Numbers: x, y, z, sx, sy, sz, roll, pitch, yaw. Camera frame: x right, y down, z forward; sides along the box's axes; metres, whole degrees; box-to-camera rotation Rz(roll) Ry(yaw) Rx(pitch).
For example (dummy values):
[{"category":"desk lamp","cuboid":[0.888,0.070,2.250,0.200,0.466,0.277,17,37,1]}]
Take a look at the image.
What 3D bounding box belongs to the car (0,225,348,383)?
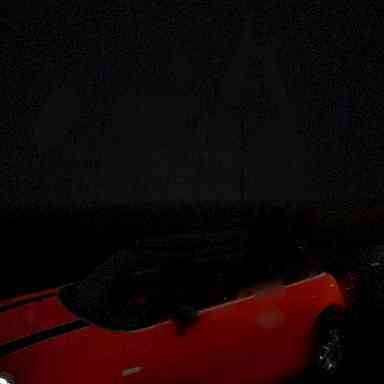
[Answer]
[{"category":"car","cuboid":[-0.262,1.336,3.808,4.553,1.767,2.097,-1,0,-36]}]
